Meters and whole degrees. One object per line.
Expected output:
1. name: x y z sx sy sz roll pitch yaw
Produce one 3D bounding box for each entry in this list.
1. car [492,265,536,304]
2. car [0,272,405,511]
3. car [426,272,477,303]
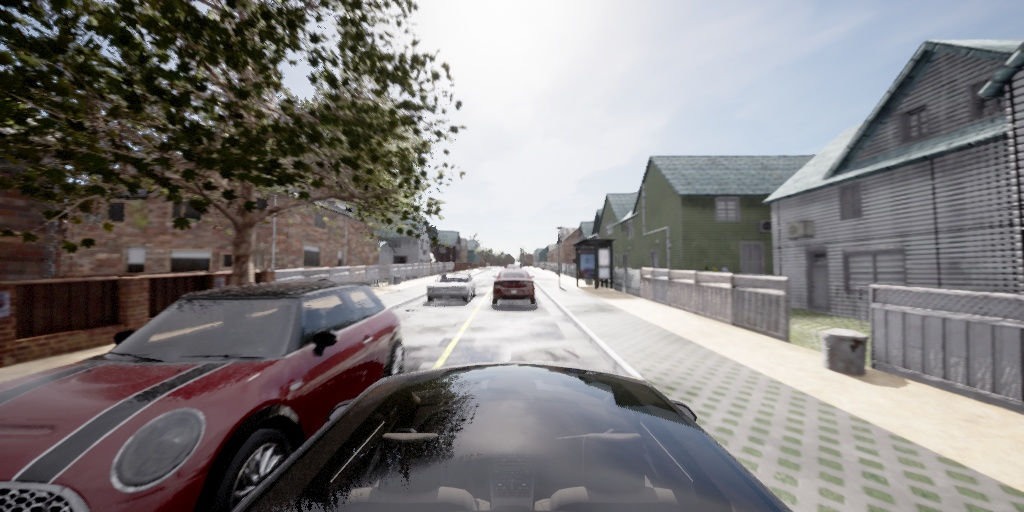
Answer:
1. car: 0.090 1.357 17.335 1.882 1.535 5.008 0 -1 0
2. car: -2.801 1.118 3.955 2.097 1.767 4.553 0 0 0
3. car: -2.850 1.484 17.668 1.895 1.301 4.718 0 -1 0
